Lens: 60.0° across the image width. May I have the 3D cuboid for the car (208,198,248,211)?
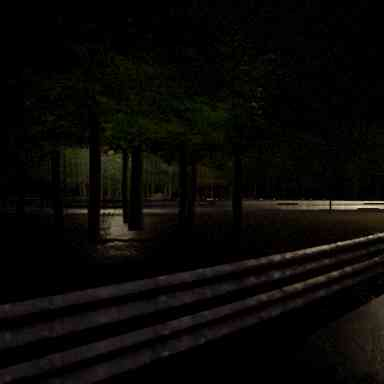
[{"bbox_3d":[4.404,1.521,40.349,4.902,1.511,2.128,0,-1,-1],"label":"car"}]

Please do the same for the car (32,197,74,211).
[{"bbox_3d":[-16.728,1.422,40.115,4.892,1.490,1.837,0,-1,-1],"label":"car"}]
